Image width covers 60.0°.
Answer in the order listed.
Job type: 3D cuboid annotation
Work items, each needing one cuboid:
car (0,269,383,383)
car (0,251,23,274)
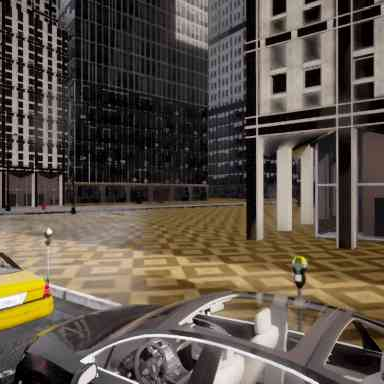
[{"bbox_3d":[0.273,1.551,2.683,4.403,1.369,2.008,0,0,36],"label":"car"},{"bbox_3d":[-4.480,1.525,6.079,4.829,1.417,1.752,0,0,36],"label":"car"}]
